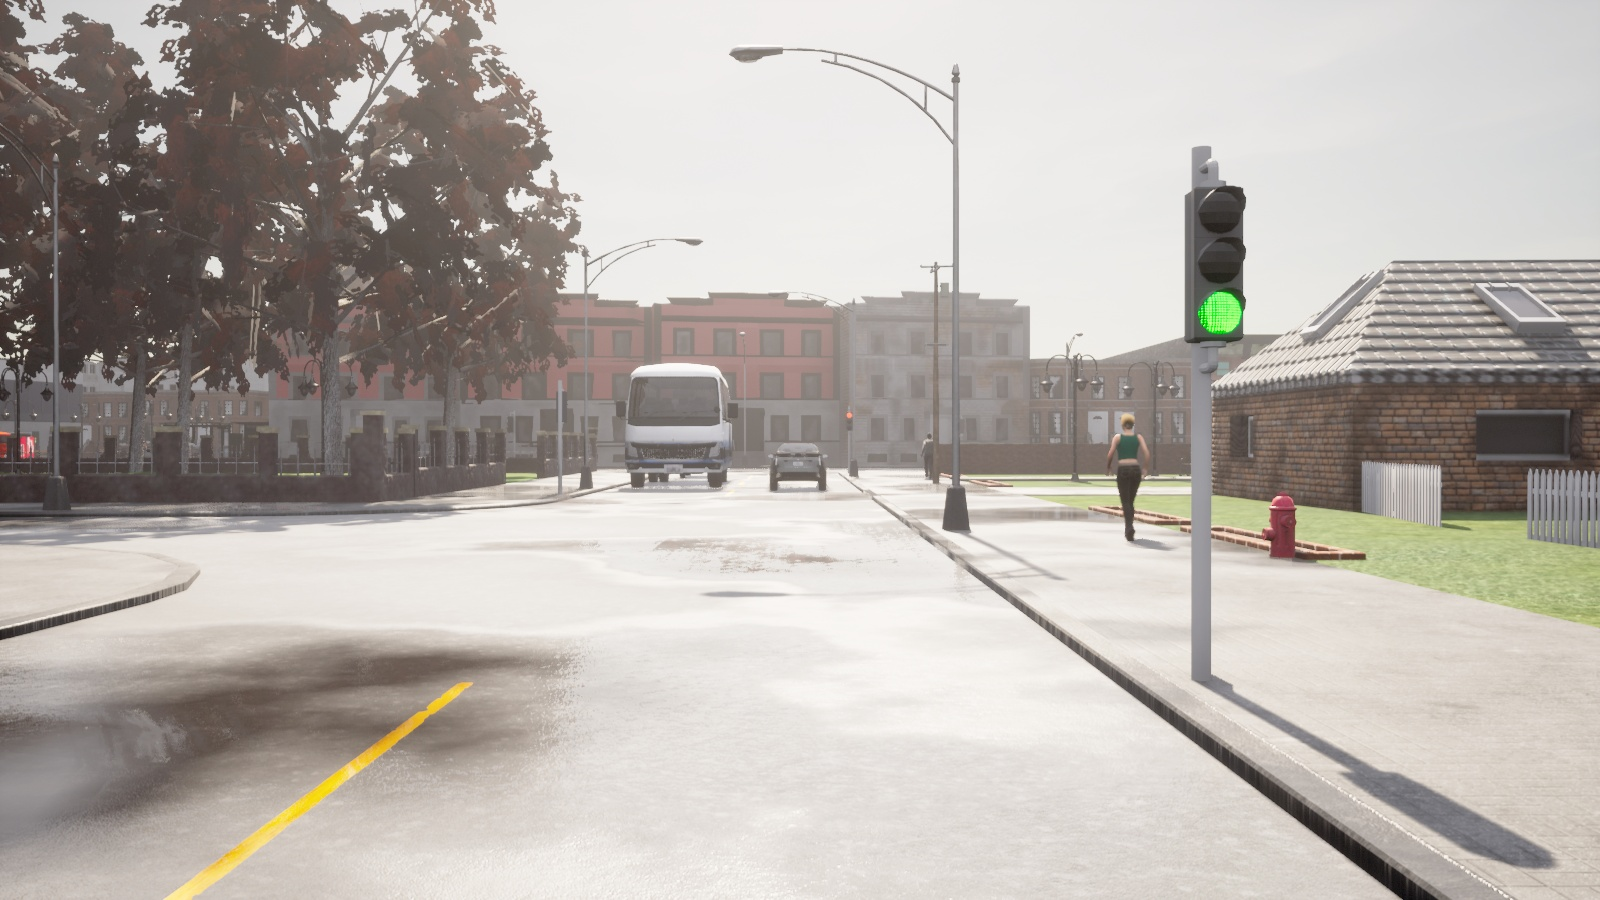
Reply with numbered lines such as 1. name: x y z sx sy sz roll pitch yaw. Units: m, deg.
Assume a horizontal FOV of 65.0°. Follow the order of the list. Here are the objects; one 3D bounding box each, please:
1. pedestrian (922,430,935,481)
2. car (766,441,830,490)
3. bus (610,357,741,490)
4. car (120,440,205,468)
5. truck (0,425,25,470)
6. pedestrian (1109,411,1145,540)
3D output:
1. pedestrian: 4.987 0.205 48.734 0.423 1.949 0.788 0 0 0
2. car: -0.071 0.477 41.370 2.007 1.525 4.514 0 0 0
3. bus: -4.229 -0.870 45.374 3.944 4.253 10.273 0 0 -1
4. car: -36.896 0.235 72.755 3.988 1.617 1.851 0 0 0
5. truck: -45.838 -0.136 68.726 5.204 2.467 2.627 0 0 0
6. pedestrian: 4.725 0.357 18.138 0.345 1.836 0.594 0 0 -2
